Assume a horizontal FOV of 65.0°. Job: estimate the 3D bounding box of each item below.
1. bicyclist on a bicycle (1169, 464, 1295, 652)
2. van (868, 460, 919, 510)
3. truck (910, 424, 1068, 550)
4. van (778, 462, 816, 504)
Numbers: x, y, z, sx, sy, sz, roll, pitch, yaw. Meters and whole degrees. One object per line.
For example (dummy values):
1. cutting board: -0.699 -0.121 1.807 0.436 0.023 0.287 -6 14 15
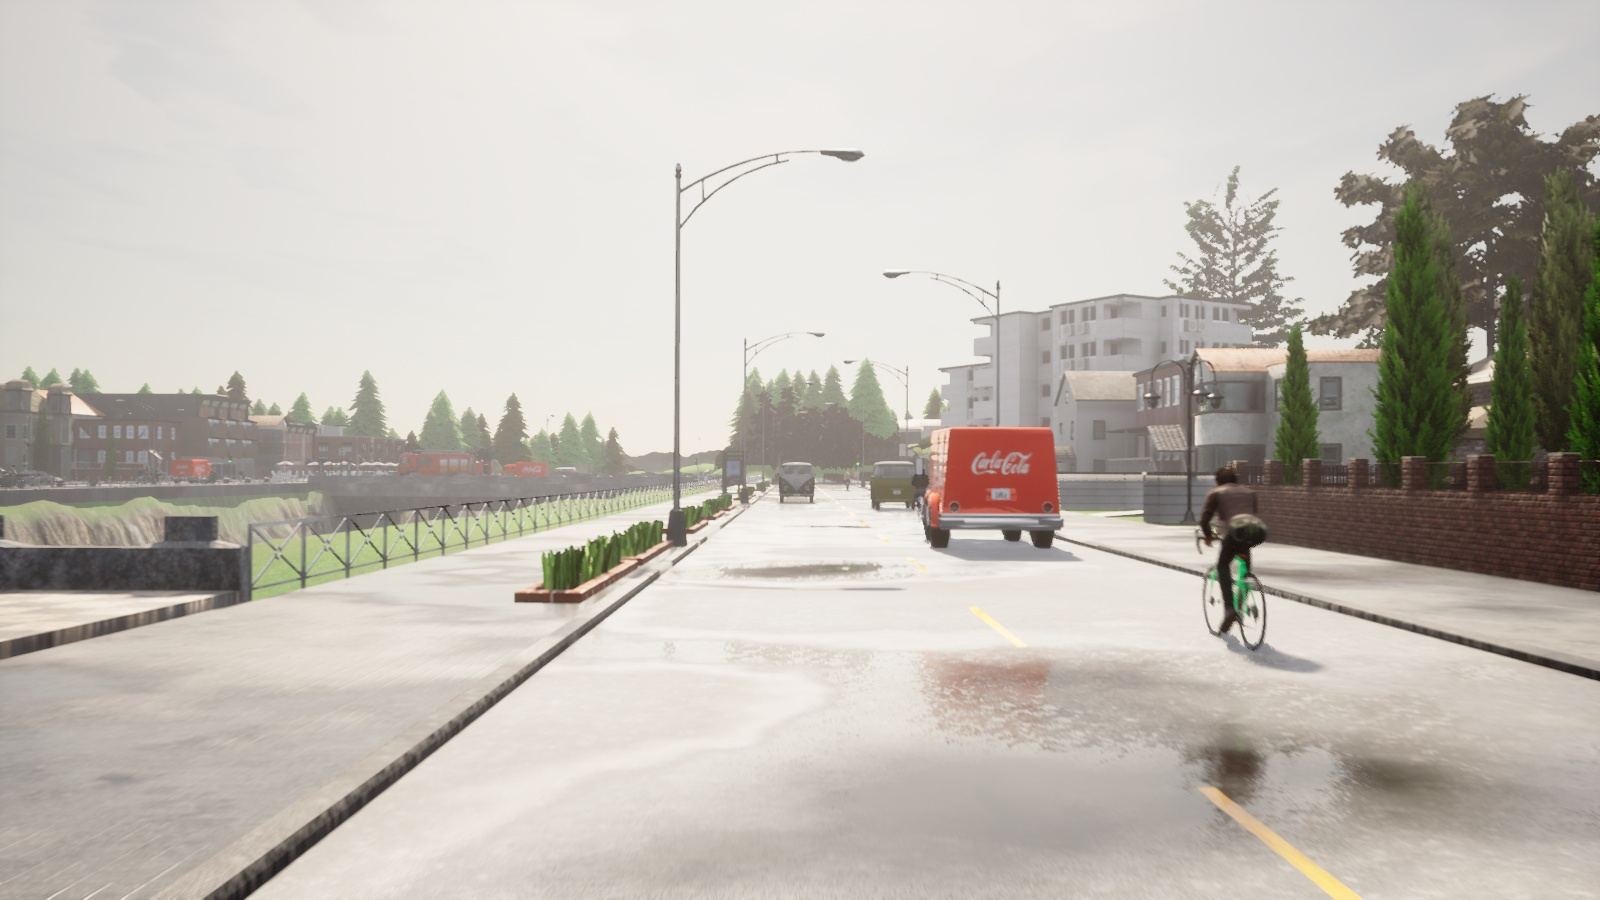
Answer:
1. bicyclist on a bicycle: 3.970 0.947 11.662 0.582 1.620 1.656 0 -1 0
2. van: 3.876 1.430 52.442 1.775 1.987 4.442 0 -1 0
3. truck: 3.934 0.768 27.244 2.627 2.467 5.204 0 -1 0
4. van: -0.147 1.606 61.989 1.775 1.987 4.442 0 -1 0
